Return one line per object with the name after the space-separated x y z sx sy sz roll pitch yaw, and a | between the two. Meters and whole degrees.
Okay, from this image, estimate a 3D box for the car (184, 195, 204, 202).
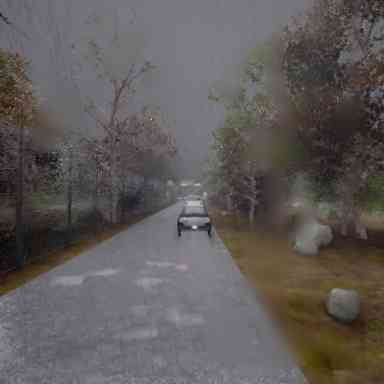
0.217 1.400 39.049 2.150 2.045 5.566 0 0 0 | car

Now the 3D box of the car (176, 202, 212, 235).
0.134 1.564 19.173 2.128 1.511 4.902 0 0 0 | car
